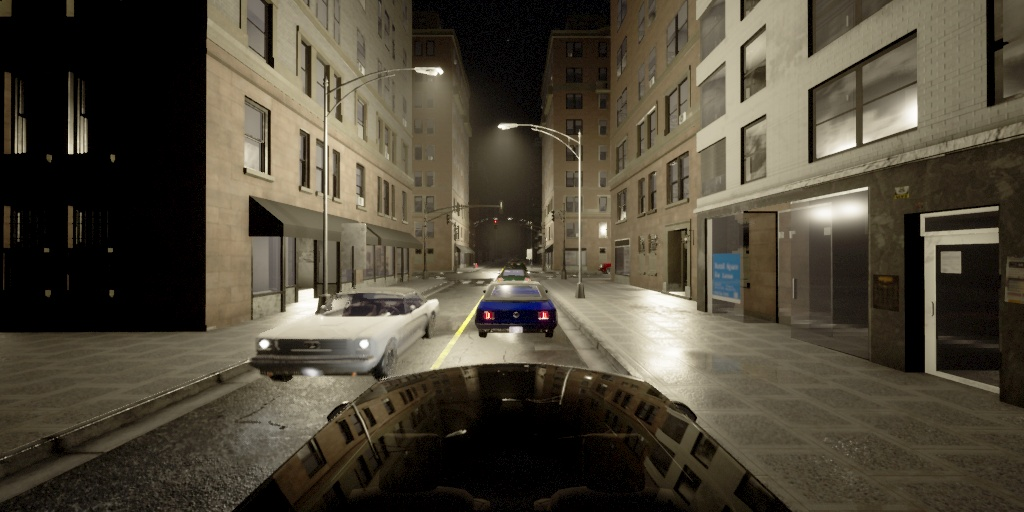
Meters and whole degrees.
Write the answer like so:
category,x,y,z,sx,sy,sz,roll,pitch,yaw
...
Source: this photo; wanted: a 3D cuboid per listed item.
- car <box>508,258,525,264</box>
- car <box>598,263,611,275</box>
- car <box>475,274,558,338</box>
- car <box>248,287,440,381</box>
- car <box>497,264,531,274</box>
category,x,y,z,sx,sy,sz,roll,pitch,yaw
car,0.611,1.143,47.194,2.097,1.767,4.553,0,0,-6
car,12.255,1.103,39.970,5.009,1.841,2.192,0,0,0
car,0.099,1.352,10.184,1.895,1.301,4.718,0,0,0
car,-2.852,1.352,7.310,1.895,1.301,4.718,0,0,0
car,0.092,1.321,20.073,1.994,1.385,4.181,0,0,0
